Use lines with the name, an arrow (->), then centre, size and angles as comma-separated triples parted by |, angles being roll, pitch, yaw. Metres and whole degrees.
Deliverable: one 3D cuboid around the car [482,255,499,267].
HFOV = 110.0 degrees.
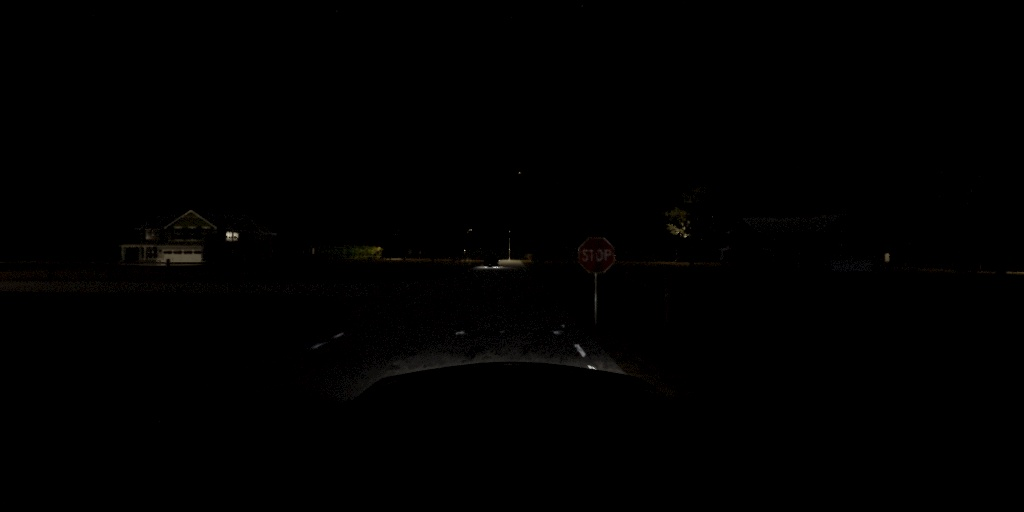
car -> -2.739, 0.692, 47.100 | 1.837, 1.490, 4.892 | 0, 3, 0
